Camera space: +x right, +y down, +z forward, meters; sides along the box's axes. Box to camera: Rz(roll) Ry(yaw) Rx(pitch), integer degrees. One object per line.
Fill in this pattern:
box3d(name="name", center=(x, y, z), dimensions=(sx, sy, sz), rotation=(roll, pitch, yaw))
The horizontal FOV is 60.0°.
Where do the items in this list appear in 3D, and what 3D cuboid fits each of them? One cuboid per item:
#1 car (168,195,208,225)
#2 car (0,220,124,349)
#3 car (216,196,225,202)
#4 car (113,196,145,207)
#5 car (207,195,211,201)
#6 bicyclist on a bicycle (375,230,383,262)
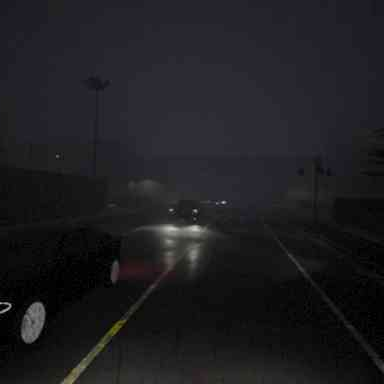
box3d(name="car", center=(-0.323, 1.298, 24.036), dimensions=(2.097, 1.767, 4.553), rotation=(2, 0, 9))
box3d(name="car", center=(-2.883, 1.383, 6.385), dimensions=(1.882, 1.535, 5.008), rotation=(2, 0, 8))
box3d(name="car", center=(6.949, 1.669, 80.311), dimensions=(1.895, 1.301, 4.718), rotation=(2, 0, 8))
box3d(name="car", center=(-8.450, 1.257, 44.920), dimensions=(4.181, 1.385, 1.994), rotation=(2, 0, 12))
box3d(name="car", center=(3.492, 1.451, 80.828), dimensions=(1.882, 1.535, 5.008), rotation=(2, 0, 8))
box3d(name="bicyclist on a bicycle", center=(6.731, 1.474, 10.617), dimensions=(1.656, 1.620, 0.582), rotation=(2, 0, 8))
